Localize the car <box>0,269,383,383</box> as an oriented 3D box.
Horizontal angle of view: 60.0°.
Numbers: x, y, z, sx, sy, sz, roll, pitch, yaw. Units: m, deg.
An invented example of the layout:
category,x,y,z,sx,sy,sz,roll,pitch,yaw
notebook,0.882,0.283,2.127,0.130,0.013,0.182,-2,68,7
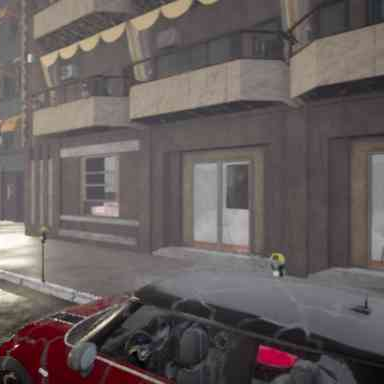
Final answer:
category,x,y,z,sx,sy,sz,roll,pitch,yaw
car,0.031,1.434,2.850,4.097,1.590,1.967,0,0,35
